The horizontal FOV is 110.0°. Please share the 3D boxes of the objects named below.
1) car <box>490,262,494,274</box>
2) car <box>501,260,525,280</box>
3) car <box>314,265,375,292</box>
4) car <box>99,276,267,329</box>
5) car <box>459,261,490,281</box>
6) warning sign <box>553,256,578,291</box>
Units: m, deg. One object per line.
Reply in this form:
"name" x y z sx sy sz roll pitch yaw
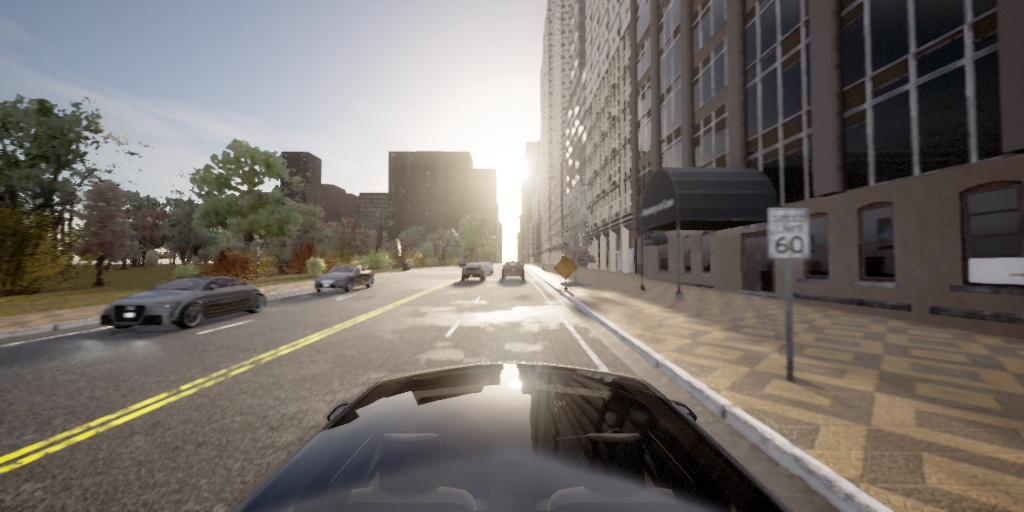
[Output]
"car" -3.206 1.418 43.510 1.812 1.442 4.674 0 0 1
"car" 0.109 1.191 32.968 2.097 1.767 4.553 0 0 0
"car" -9.834 1.286 21.441 2.128 1.511 4.902 0 0 0
"car" -9.842 1.330 11.216 1.994 1.385 4.181 0 0 0
"car" -3.237 1.336 30.917 1.837 1.490 4.892 0 0 0
"warning sign" 2.858 0.901 19.024 1.300 1.860 1.060 0 0 0
